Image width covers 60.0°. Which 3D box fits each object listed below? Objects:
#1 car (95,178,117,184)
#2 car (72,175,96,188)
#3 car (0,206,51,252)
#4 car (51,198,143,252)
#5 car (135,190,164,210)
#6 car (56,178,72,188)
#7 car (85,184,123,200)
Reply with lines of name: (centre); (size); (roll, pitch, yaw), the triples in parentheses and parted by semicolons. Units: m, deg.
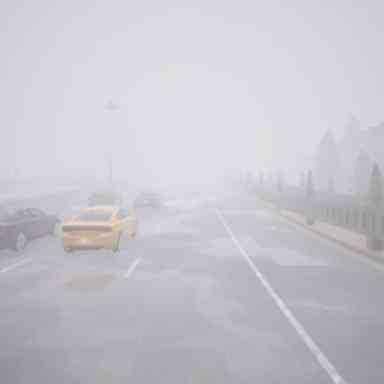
car: (-13.838, -1.550, 55.227); (2.128, 1.511, 4.902); (0, 4, 1)
car: (-17.330, -1.798, 54.916); (2.150, 2.045, 5.566); (0, 4, 1)
car: (-6.904, 1.278, 13.069); (1.882, 1.535, 5.008); (0, 3, 1)
car: (-3.404, 1.278, 13.054); (1.882, 1.535, 5.008); (0, 3, 1)
car: (-3.365, 0.539, 26.272); (1.994, 1.385, 4.181); (0, 4, 1)
car: (-20.832, -1.546, 55.203); (2.128, 1.511, 4.902); (0, 4, 1)
car: (-6.860, 0.431, 26.801); (2.128, 1.511, 4.902); (0, 4, 1)
